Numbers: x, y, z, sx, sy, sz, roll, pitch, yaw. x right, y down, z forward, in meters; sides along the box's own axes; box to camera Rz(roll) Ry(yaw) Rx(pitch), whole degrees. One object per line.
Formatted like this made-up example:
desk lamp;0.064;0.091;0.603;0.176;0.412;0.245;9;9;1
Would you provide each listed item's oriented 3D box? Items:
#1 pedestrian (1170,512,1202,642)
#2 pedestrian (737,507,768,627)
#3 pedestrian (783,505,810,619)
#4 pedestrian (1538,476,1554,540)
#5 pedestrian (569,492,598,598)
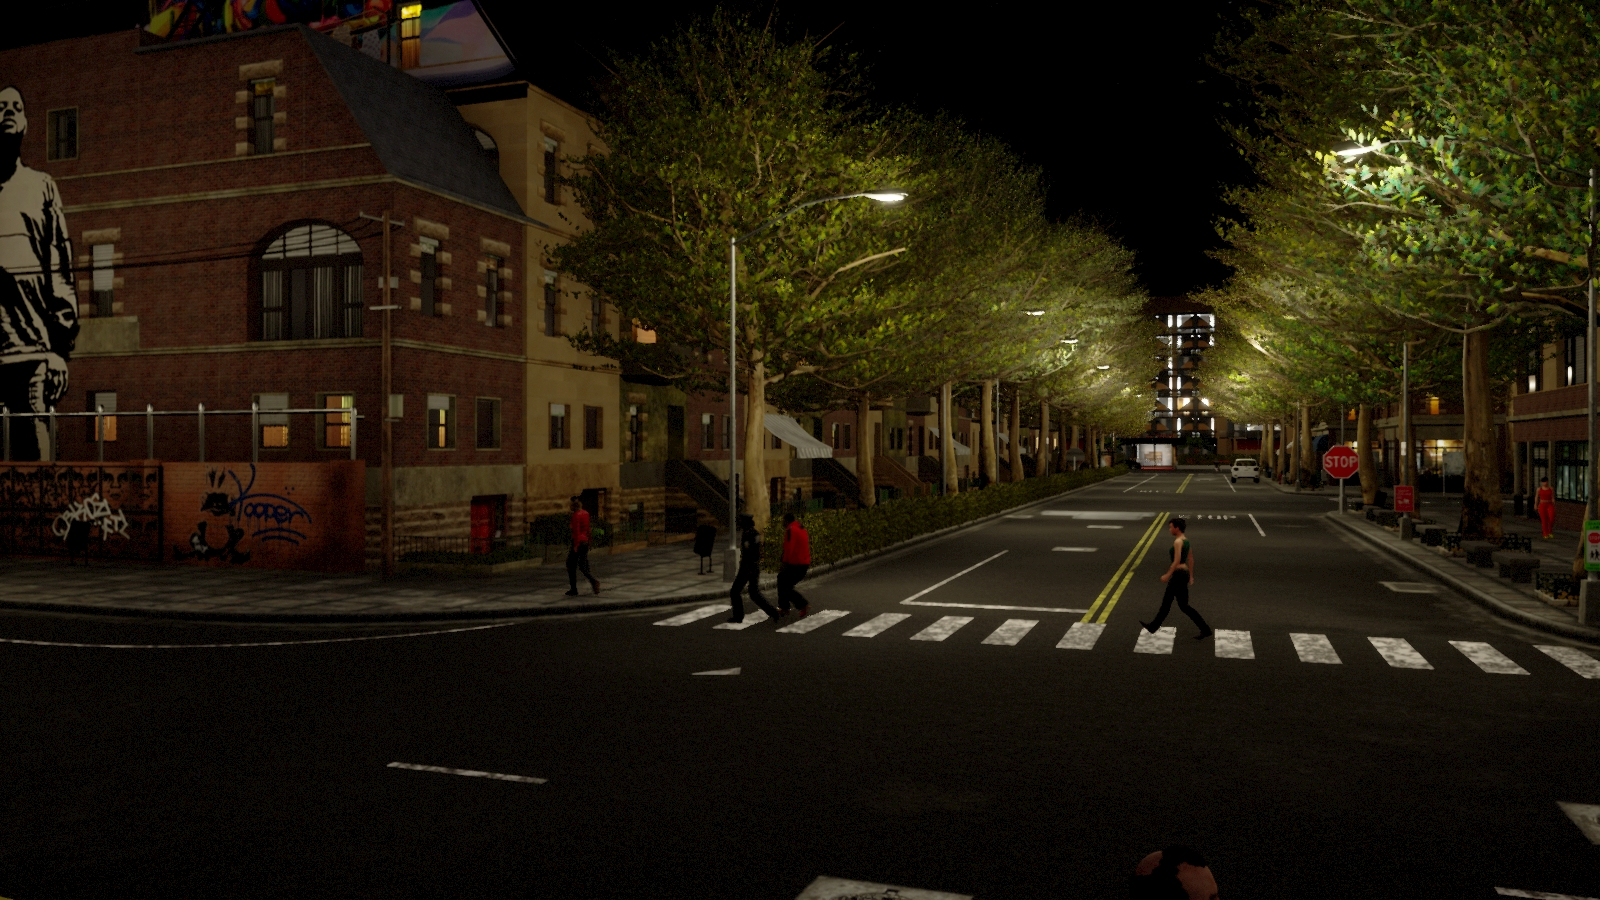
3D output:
pedestrian;5.676;1.849;16.790;0.375;1.860;0.375;0;0;32
pedestrian;-0.753;1.851;18.219;0.375;1.860;0.375;0;0;22
pedestrian;-0.052;1.852;19.056;0.375;1.860;0.375;0;0;13
pedestrian;21.947;1.693;33.615;0.375;1.860;0.375;0;0;26
pedestrian;-3.898;1.700;20.557;0.375;1.860;0.375;0;0;23
